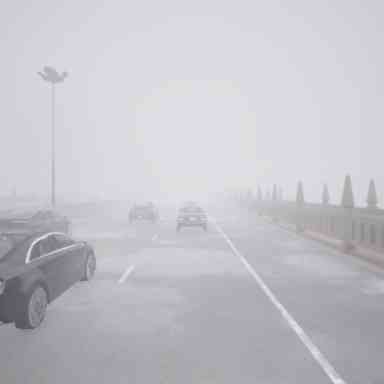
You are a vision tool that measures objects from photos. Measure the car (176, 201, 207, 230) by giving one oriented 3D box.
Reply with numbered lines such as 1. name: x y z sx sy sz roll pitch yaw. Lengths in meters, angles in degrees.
1. car: -0.017 1.548 20.983 2.033 1.411 5.357 0 0 0

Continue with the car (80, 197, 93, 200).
1. car: -17.856 1.172 60.148 2.033 1.411 5.357 0 0 0

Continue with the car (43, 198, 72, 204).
1. car: -14.268 1.577 34.435 1.994 1.385 4.181 0 0 0

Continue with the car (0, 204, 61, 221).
1. car: -6.983 1.511 15.053 1.837 1.490 4.892 0 0 0

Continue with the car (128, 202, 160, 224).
1. car: -3.542 1.495 25.004 2.128 1.511 4.902 0 0 0

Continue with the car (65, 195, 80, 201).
1. car: -21.349 1.152 59.126 1.882 1.535 5.008 0 0 0

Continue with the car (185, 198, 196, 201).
1. car: -0.147 1.527 42.511 1.812 1.442 4.674 0 0 0

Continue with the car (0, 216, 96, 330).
1. car: -3.441 1.495 6.857 2.128 1.511 4.902 0 0 0
